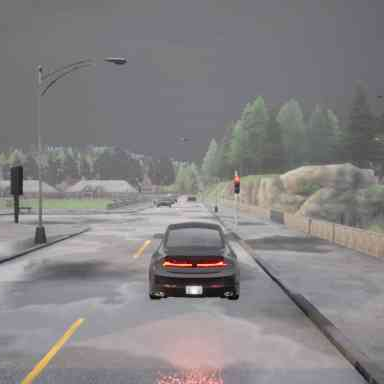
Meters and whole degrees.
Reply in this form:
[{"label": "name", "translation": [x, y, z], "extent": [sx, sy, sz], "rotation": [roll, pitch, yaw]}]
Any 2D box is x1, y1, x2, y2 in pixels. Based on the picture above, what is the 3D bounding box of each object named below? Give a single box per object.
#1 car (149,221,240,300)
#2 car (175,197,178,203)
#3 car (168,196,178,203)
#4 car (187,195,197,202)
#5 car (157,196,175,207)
[{"label": "car", "translation": [0.058, 1.505, 8.375], "extent": [1.837, 1.490, 4.892], "rotation": [0, 0, 0]}, {"label": "car", "translation": [-4.100, 1.505, 59.755], "extent": [1.837, 1.490, 4.892], "rotation": [0, 0, 0]}, {"label": "car", "translation": [-4.026, 1.595, 69.937], "extent": [1.895, 1.301, 4.718], "rotation": [0, 0, 0]}, {"label": "car", "translation": [-0.027, 1.324, 70.993], "extent": [1.882, 1.535, 5.008], "rotation": [0, 0, 0]}, {"label": "car", "translation": [-4.114, 1.564, 49.740], "extent": [1.994, 1.385, 4.181], "rotation": [0, 0, 0]}]
